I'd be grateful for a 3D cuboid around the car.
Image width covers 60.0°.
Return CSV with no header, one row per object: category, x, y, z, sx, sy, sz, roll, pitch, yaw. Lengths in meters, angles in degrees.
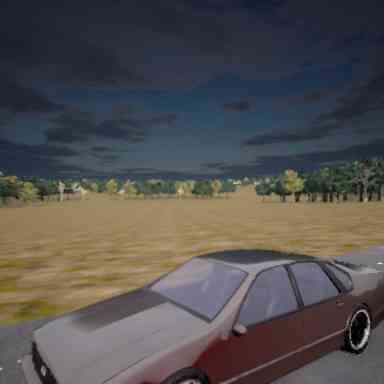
car,0.735,1.551,4.556,5.357,1.411,2.033,0,0,-36
